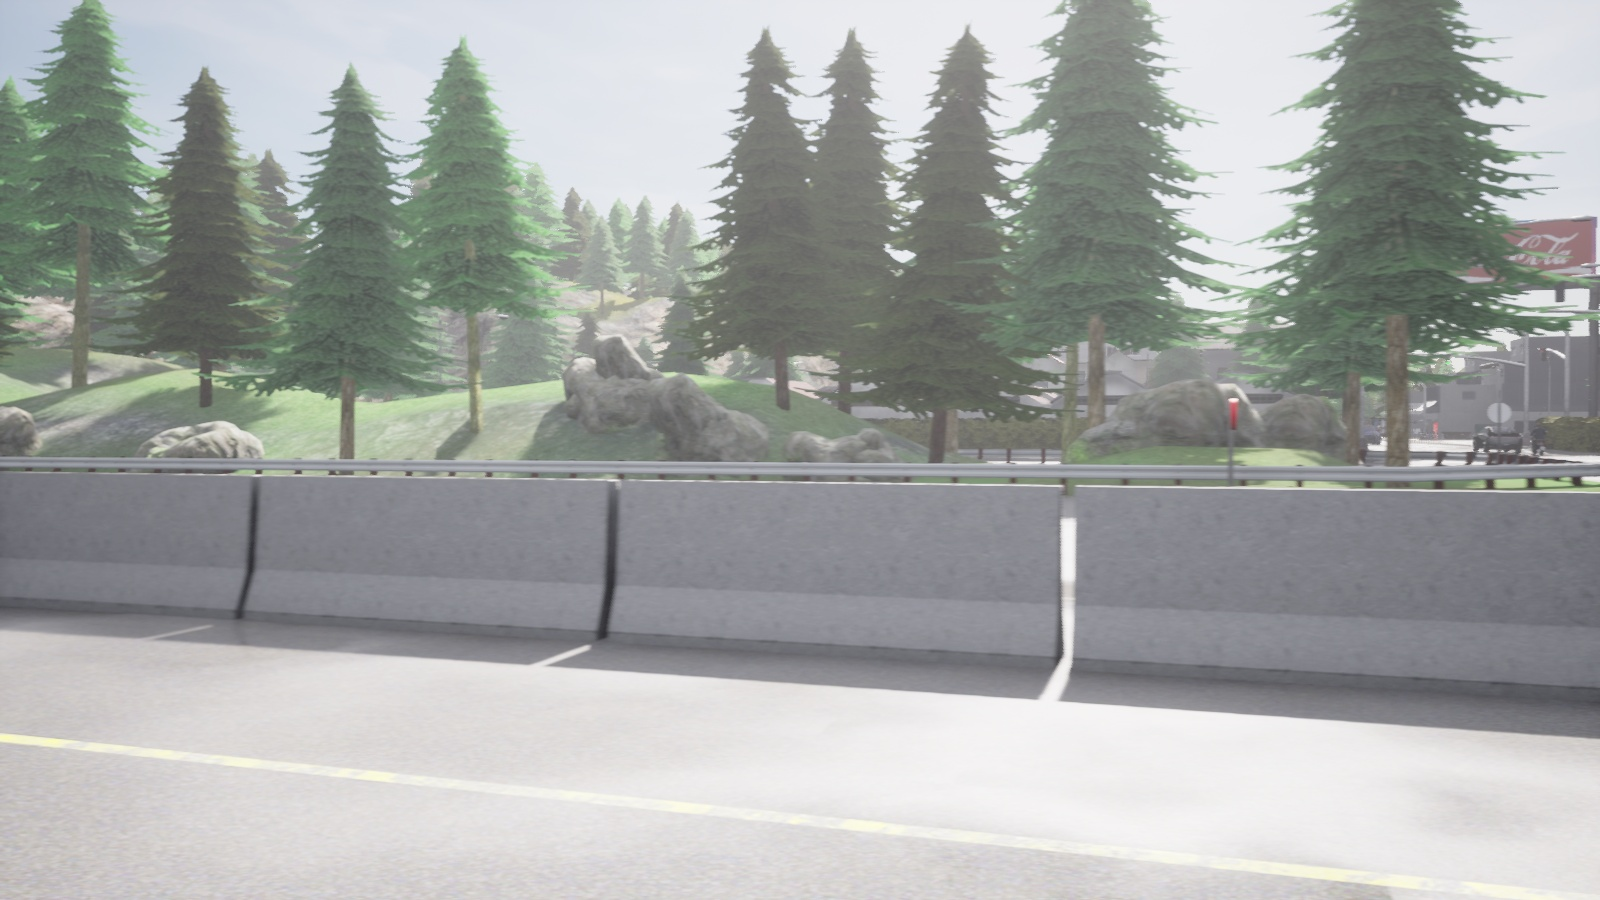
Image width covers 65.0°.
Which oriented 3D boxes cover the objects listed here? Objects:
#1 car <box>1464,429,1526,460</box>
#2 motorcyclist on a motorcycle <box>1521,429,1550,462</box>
[{"bbox_3d":[38.922,-0.332,70.420,2.128,1.511,4.902,1,3,18],"label":"car"},{"bbox_3d":[35.864,-0.242,61.250,0.866,1.590,1.817,1,1,19],"label":"motorcyclist on a motorcycle"}]
